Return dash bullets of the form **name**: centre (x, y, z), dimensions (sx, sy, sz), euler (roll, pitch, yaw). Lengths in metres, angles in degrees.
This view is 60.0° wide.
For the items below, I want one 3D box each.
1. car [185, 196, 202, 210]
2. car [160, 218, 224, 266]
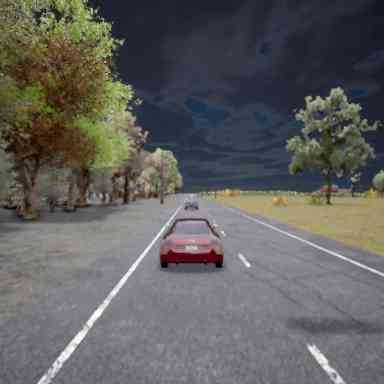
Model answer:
- **car**: centre (-0.057, 1.660, 46.038), dimensions (2.033, 1.411, 5.357), euler (0, 0, 0)
- **car**: centre (-0.014, 1.596, 11.611), dimensions (1.994, 1.385, 4.181), euler (0, 0, 0)
